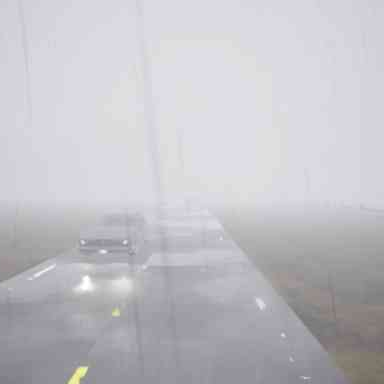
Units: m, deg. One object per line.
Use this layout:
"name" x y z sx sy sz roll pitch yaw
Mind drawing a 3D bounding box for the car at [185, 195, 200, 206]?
"car" 0.017 1.266 49.489 1.837 1.490 4.892 0 1 0

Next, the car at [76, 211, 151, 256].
"car" -2.788 1.492 13.165 2.033 1.411 5.357 0 0 1

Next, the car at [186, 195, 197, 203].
"car" -0.013 1.247 62.378 1.994 1.385 4.181 0 0 0
